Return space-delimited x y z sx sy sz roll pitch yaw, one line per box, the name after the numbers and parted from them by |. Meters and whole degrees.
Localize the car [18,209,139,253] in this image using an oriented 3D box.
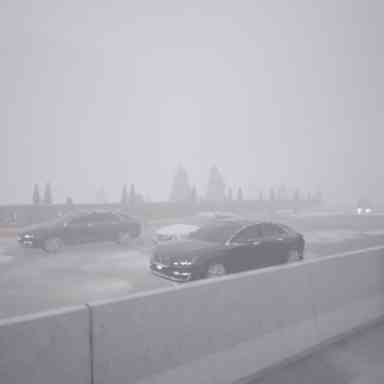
-4.471 1.509 13.787 4.892 1.490 1.837 0 0 -36 | car

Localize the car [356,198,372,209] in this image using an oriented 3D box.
24.721 1.557 47.755 2.128 1.511 4.902 0 0 26 | car

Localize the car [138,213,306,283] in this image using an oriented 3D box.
1.178 1.513 9.264 4.892 1.490 1.837 0 0 -37 | car

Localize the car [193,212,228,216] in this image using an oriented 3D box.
0.694 1.536 13.261 4.674 1.442 1.812 0 0 -38 | car
